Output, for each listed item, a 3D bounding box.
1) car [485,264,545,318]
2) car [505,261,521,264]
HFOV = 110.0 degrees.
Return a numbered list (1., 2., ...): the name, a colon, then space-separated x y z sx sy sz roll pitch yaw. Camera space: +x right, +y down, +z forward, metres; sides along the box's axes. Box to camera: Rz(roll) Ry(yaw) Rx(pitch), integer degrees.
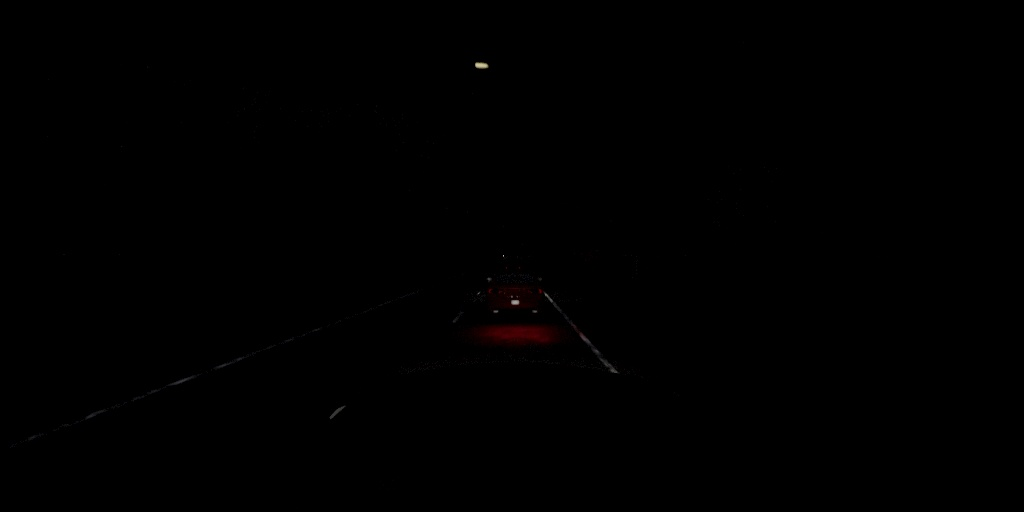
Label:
1. car: 0.097 1.212 13.017 1.882 1.535 5.008 0 0 0
2. car: 0.097 1.200 31.571 2.128 1.511 4.902 0 0 0
